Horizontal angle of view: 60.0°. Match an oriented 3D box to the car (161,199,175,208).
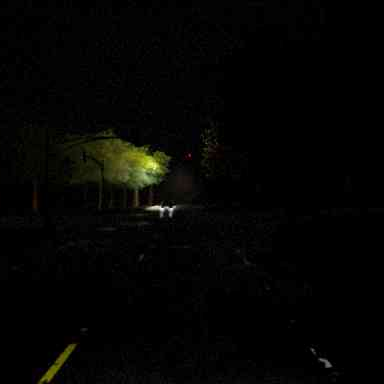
[{"bbox_3d":[-4.255,1.996,56.333,1.837,1.490,4.892,0,-1,-1],"label":"car"}]
